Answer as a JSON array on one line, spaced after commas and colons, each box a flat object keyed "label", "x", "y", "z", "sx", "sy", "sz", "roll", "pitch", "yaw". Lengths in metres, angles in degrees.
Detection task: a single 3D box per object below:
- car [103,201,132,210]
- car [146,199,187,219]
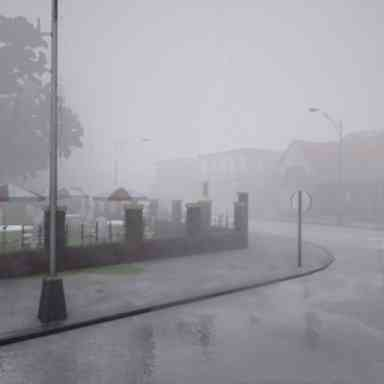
[{"label": "car", "x": -8.486, "y": 1.325, "z": 38.708, "sx": 2.150, "sy": 2.045, "sz": 5.566, "roll": 0, "pitch": 0, "yaw": -35}, {"label": "car", "x": -2.289, "y": 1.455, "z": 30.007, "sx": 2.097, "sy": 1.767, "sz": 4.553, "roll": 0, "pitch": 0, "yaw": -36}]
